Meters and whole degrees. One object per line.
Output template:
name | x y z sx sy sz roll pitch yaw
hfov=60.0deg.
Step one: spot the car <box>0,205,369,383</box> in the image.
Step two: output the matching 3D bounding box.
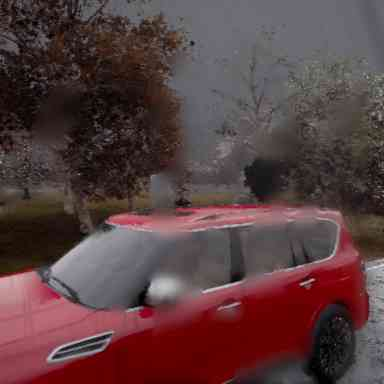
car | -0.179 1.213 3.849 5.566 2.045 2.150 0 0 -35
